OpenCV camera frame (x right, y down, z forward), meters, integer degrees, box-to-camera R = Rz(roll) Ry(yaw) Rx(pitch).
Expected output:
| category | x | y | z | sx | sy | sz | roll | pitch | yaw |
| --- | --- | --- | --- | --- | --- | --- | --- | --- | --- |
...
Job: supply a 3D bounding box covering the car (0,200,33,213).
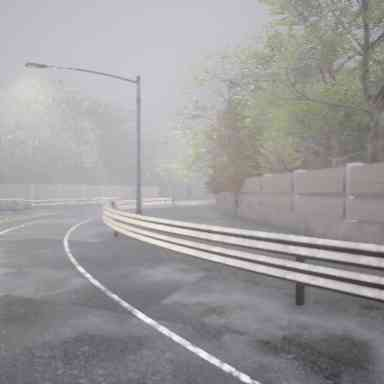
| category | x | y | z | sx | sy | sz | roll | pitch | yaw |
| --- | --- | --- | --- | --- | --- | --- | --- | --- | --- |
| car | -19.309 | 1.487 | 34.138 | 2.033 | 1.411 | 5.357 | 0 | 0 | 44 |
